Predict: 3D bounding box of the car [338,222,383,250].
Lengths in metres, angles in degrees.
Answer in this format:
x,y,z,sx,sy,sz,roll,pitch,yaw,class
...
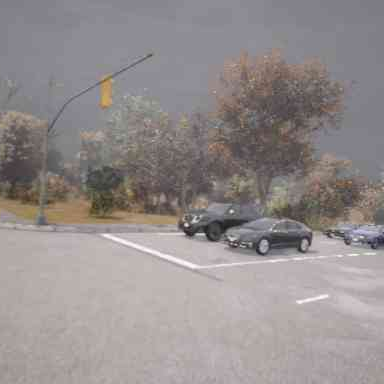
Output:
x,y,z,sx,sy,sz,roll,pitch,yaw,class
11.671,2.838,21.485,4.674,1.442,1.812,7,-2,-38,car

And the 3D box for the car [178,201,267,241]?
x,y,z,sx,sy,sz,roll,pitch,yaw,class
1.917,1.510,18.231,5.566,2.045,2.150,6,-1,-38,car

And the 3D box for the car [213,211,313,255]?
x,y,z,sx,sy,sz,roll,pitch,yaw,class
3.544,1.890,15.077,4.892,1.490,1.837,6,-1,-38,car

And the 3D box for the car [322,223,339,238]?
x,y,z,sx,sy,sz,roll,pitch,yaw,class
12.708,3.129,26.759,5.357,1.411,2.033,8,-2,-38,car
